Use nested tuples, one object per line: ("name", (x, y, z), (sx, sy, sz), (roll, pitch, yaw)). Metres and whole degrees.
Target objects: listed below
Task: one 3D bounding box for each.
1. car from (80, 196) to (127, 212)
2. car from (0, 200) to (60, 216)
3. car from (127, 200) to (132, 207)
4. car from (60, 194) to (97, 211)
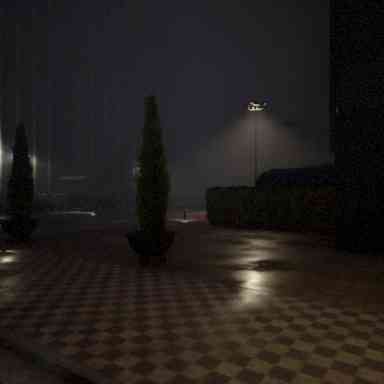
("car", (-10.511, 1.505, 40.004), (1.837, 1.490, 4.892), (0, 0, 35))
("car", (-15.842, 1.505, 32.344), (1.837, 1.490, 4.892), (0, 0, 35))
("car", (-8.062, 1.491, 49.628), (2.128, 1.511, 4.902), (0, 0, 35))
("car", (-14.055, 1.221, 41.047), (2.150, 2.045, 5.566), (0, 0, 35))
